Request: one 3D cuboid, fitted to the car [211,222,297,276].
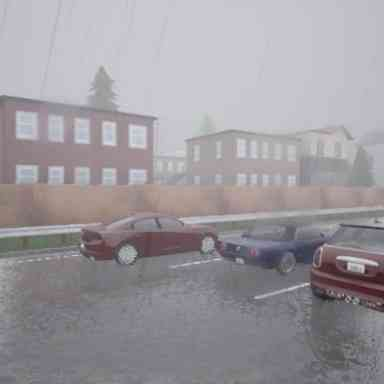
[{"bbox_3d":[3.107,1.567,10.262,4.718,1.301,1.895,0,0,-35],"label":"car"}]

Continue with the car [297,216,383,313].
[{"bbox_3d":[4.575,1.321,7.009,4.553,1.767,2.097,0,0,-36],"label":"car"}]

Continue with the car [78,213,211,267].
[{"bbox_3d":[-1.280,1.456,11.430,5.008,1.535,1.882,0,0,-35],"label":"car"}]
